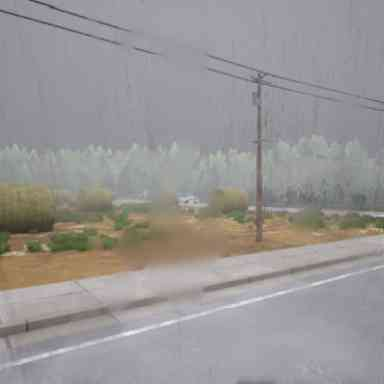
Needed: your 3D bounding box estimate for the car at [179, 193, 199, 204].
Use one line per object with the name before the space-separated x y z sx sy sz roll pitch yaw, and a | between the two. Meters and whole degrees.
car | -0.974 1.263 62.613 2.150 2.045 5.566 0 0 -32
